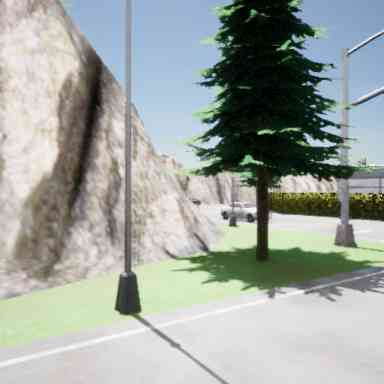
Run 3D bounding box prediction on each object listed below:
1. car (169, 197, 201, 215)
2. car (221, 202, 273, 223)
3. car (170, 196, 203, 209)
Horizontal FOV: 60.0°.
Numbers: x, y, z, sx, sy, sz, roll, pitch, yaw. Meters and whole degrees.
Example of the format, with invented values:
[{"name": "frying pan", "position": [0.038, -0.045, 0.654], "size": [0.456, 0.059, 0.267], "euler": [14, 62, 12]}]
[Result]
[{"name": "car", "position": [-0.758, 1.439, 33.392], "size": [1.837, 1.490, 4.892], "euler": [0, 0, -25]}, {"name": "car", "position": [4.058, 1.481, 25.569], "size": [1.812, 1.442, 4.674], "euler": [0, 0, -33]}, {"name": "car", "position": [-0.613, 1.393, 44.217], "size": [1.882, 1.535, 5.008], "euler": [0, 0, 33]}]
